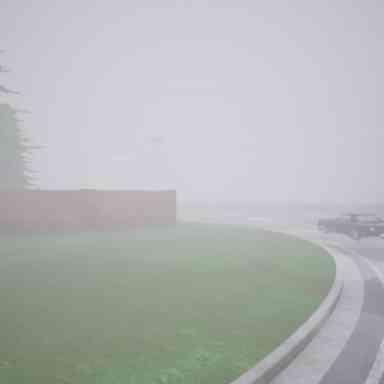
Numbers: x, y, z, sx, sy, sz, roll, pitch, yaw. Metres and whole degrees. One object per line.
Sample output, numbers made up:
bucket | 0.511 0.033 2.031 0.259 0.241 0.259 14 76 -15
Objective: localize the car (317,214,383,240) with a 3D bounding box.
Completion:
car | 8.826 1.821 18.215 1.895 1.301 4.718 0 -1 -9
